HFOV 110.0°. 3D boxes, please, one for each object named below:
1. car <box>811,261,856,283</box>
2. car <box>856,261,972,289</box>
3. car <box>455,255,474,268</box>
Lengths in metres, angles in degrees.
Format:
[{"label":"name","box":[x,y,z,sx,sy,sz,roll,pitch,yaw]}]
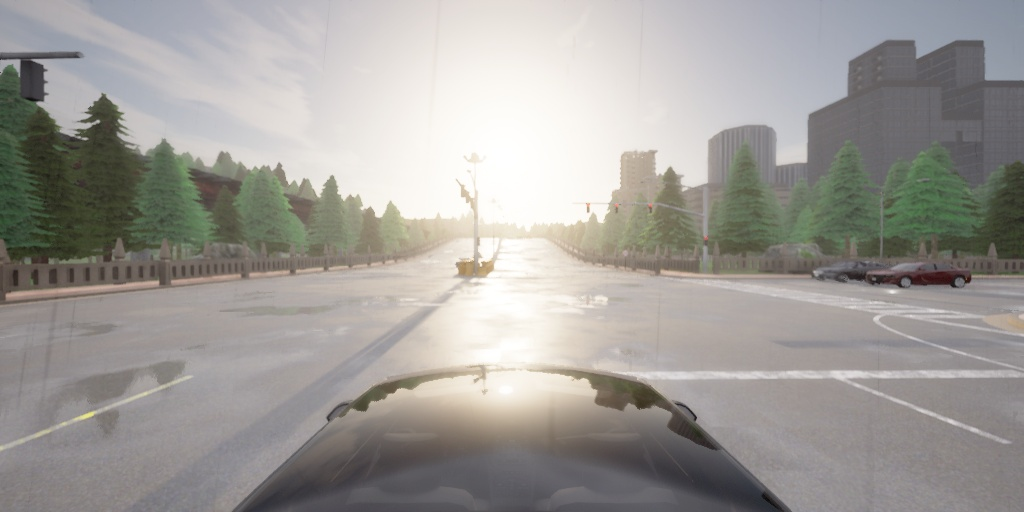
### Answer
[{"label":"car","box":[23.563,1.063,24.788,4.902,1.511,2.128,0,0,0]},{"label":"car","box":[23.990,1.077,21.293,5.008,1.535,1.882,-1,0,0]},{"label":"car","box":[-7.032,0.912,51.696,2.128,1.511,4.902,0,1,0]}]
